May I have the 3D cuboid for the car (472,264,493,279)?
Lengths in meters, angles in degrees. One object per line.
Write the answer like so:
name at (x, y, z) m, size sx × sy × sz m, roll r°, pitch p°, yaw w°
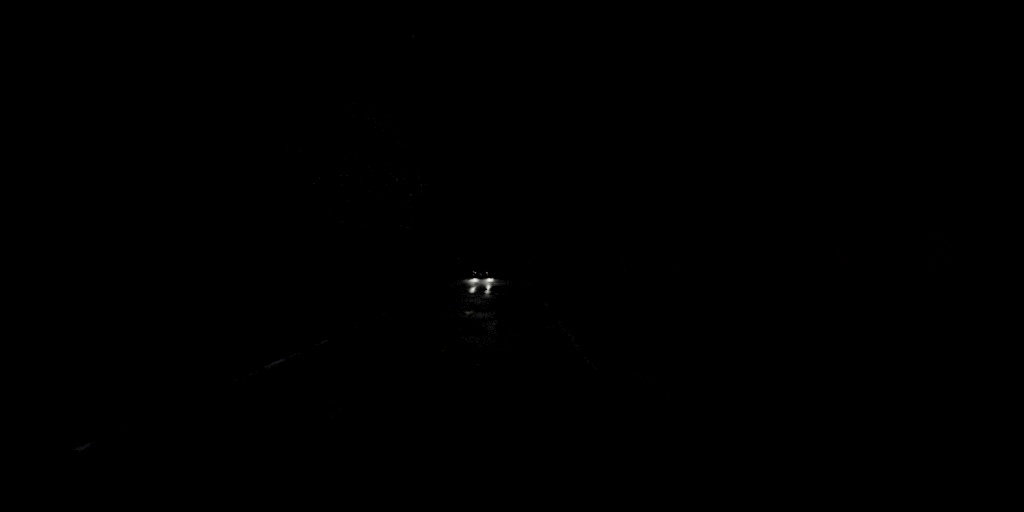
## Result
car at (-3.085, 1.586, 38.004) m, size 1.837 × 1.490 × 4.892 m, roll 0°, pitch 0°, yaw 0°
